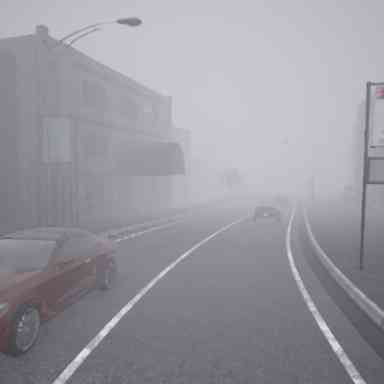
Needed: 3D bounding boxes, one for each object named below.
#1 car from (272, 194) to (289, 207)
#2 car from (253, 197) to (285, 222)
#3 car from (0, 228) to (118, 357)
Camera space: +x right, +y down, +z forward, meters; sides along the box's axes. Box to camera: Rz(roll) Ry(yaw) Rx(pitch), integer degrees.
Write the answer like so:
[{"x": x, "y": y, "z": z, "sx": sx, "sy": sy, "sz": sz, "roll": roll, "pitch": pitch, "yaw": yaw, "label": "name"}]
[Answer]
[{"x": 10.815, "y": 0.961, "z": 40.733, "sx": 1.882, "sy": 1.535, "sz": 5.008, "roll": 2, "pitch": 2, "yaw": 18, "label": "car"}, {"x": 5.630, "y": 1.325, "z": 24.540, "sx": 1.812, "sy": 1.442, "sz": 4.674, "roll": 2, "pitch": 1, "yaw": 17, "label": "car"}, {"x": -2.867, "y": 1.455, "z": 6.168, "sx": 1.812, "sy": 1.442, "sz": 4.674, "roll": 1, "pitch": 1, "yaw": 9, "label": "car"}]
